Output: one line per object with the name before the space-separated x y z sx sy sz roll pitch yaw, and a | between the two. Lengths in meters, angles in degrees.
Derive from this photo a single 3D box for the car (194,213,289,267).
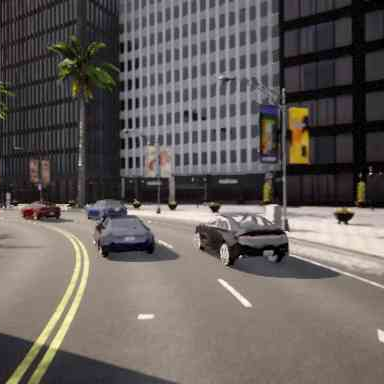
car | 1.467 1.486 11.583 2.128 1.511 4.902 0 0 -16

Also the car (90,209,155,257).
car | -2.842 1.598 13.415 1.994 1.385 4.181 0 0 -20

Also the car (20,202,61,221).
car | -13.208 1.613 28.869 5.008 1.535 1.882 -1 0 44

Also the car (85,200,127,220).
car | -7.163 1.433 27.490 2.097 1.767 4.553 -1 0 -39
